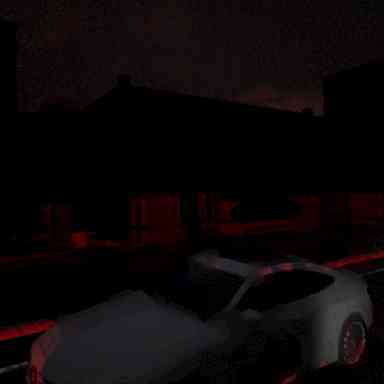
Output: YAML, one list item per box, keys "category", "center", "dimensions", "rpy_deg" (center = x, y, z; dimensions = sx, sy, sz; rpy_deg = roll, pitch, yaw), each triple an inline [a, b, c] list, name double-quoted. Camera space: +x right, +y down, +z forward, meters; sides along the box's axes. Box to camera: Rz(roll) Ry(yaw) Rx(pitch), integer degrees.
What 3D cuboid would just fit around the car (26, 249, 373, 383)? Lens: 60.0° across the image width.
- category: "car"
  center: [0.504, 1.535, 4.228]
  dimensions: [4.674, 1.442, 1.812]
  rpy_deg: [0, 0, -35]
